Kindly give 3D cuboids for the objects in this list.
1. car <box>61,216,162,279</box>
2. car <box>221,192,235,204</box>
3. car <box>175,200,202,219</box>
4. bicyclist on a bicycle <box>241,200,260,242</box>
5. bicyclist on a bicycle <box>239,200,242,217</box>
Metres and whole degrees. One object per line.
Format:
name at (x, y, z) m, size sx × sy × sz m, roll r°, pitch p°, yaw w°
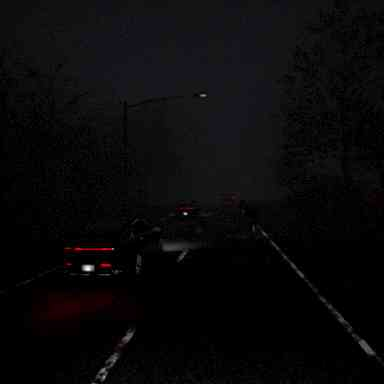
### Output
car at (-2.156, 1.501, 10.101) m, size 1.837 × 1.490 × 4.892 m, roll -1°, pitch 0°, yaw 6°
car at (6.227, 1.037, 57.431) m, size 2.150 × 2.045 × 5.566 m, roll -1°, pitch 0°, yaw 5°
car at (-0.272, 1.442, 28.451) m, size 1.837 × 1.490 × 4.892 m, roll -1°, pitch 0°, yaw 6°
bicyclist on a bicycle at (2.736, 1.311, 15.005) m, size 0.659 × 1.776 × 1.843 m, roll -1°, pitch 0°, yaw 6°
bicyclist on a bicycle at (3.639, 1.365, 23.766) m, size 0.582 × 1.620 × 1.656 m, roll 0°, pitch 0°, yaw 6°
